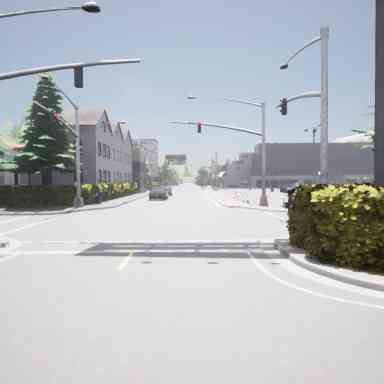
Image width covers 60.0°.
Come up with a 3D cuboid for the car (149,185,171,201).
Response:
[{"bbox_3d":[-3.822,0.119,38.364,1.882,1.535,5.008,-1,2,0],"label":"car"}]

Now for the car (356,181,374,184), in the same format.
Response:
[{"bbox_3d":[18.922,-0.184,34.310,1.905,1.878,3.866,-1,2,-1],"label":"car"}]

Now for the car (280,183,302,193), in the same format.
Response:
[{"bbox_3d":[15.125,-0.545,52.157,2.007,1.523,4.514,-1,2,-1],"label":"car"}]

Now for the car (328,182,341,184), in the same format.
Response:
[{"bbox_3d":[25.143,-1.052,59.598,2.152,1.636,5.027,-1,2,-1],"label":"car"}]

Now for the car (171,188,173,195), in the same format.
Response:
[{"bbox_3d":[-3.868,-0.221,48.494,2.128,1.511,4.902,-1,2,0],"label":"car"}]

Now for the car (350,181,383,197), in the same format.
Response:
[{"bbox_3d":[22.145,-0.472,42.199,1.932,1.855,4.605,-1,2,-1],"label":"car"}]
